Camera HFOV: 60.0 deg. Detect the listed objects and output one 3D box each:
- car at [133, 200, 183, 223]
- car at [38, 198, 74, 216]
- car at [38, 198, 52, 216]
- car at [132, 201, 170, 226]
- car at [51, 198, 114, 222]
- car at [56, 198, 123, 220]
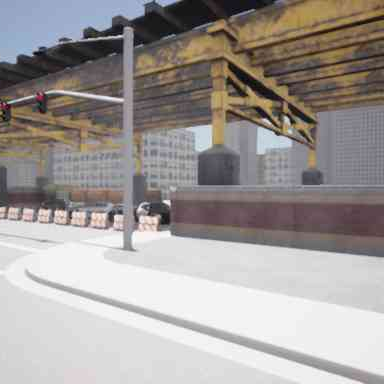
[{"bbox_3d":[-2.365,1.195,21.842,1.853,1.218,4.536,0,0,-26],"label":"car"},{"bbox_3d":[-10.938,1.126,26.986,1.853,1.218,4.536,0,0,-11],"label":"car"},{"bbox_3d":[-10.928,1.284,26.936,2.038,1.542,4.974,0,0,-11],"label":"car"},{"bbox_3d":[-2.343,1.353,21.796,2.038,1.542,4.974,0,0,-26],"label":"car"},{"bbox_3d":[-7.170,1.316,24.269,4.974,1.542,2.038,0,0,-1],"label":"car"},{"bbox_3d":[-7.118,1.158,24.270,4.536,1.218,1.853,0,0,-1],"label":"car"}]
